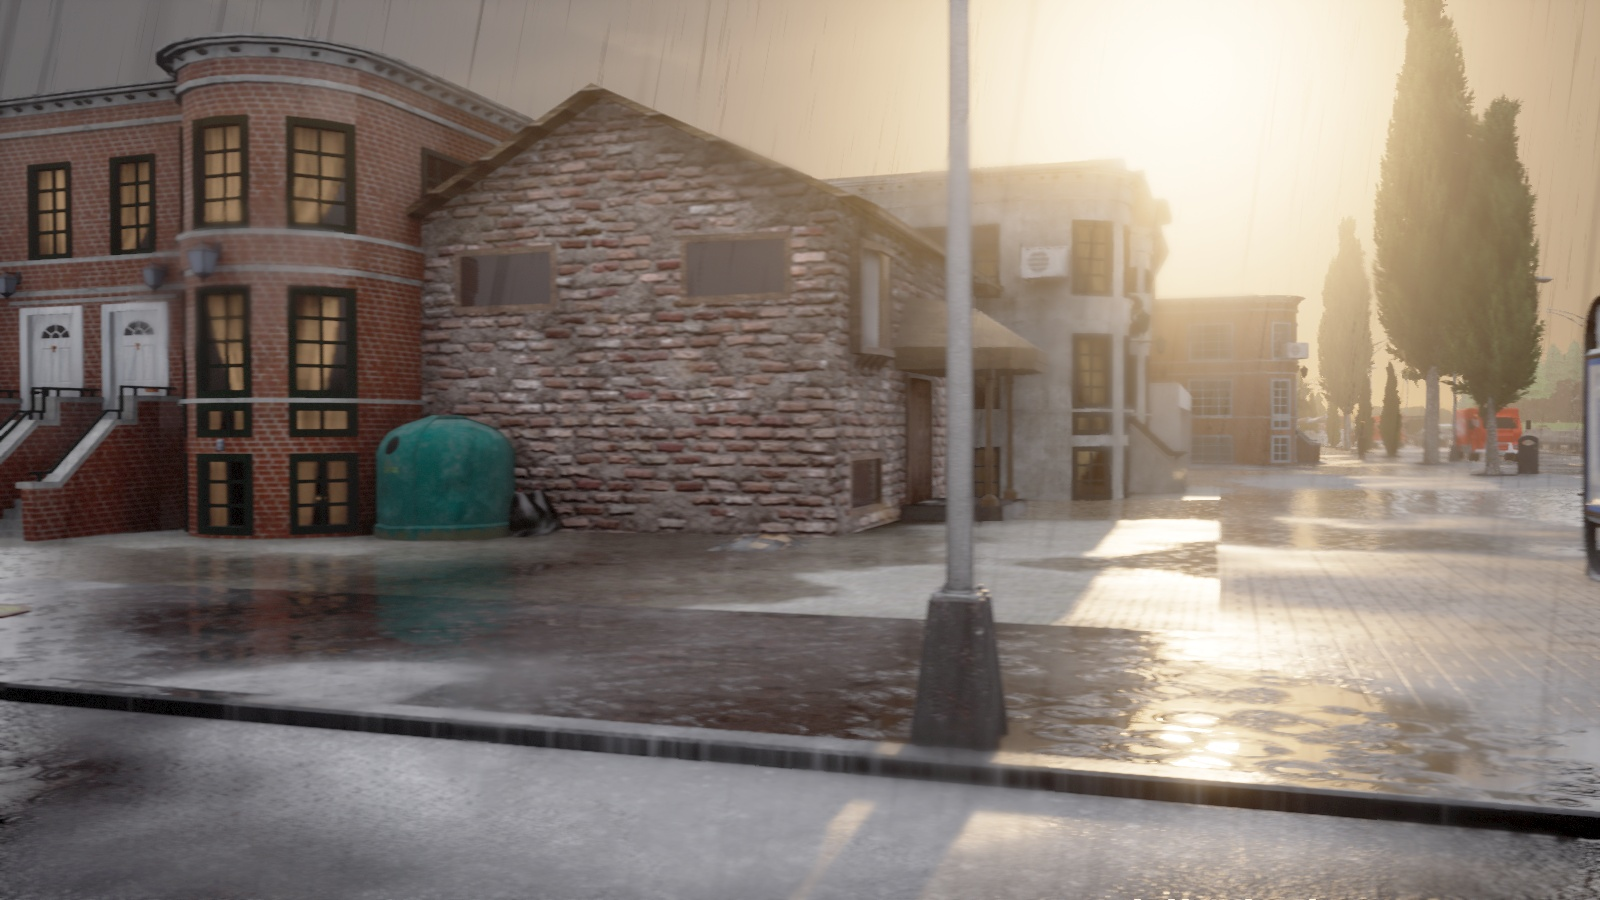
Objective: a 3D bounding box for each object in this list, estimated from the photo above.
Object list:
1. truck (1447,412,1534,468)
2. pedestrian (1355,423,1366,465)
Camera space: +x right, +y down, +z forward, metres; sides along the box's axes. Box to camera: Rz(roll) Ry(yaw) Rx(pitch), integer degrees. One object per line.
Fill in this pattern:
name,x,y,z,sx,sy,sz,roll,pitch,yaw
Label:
truck,32.121,-0.480,58.584,2.627,2.467,5.204,1,1,19
pedestrian,25.114,-0.274,56.284,0.331,1.846,0.634,1,1,35
